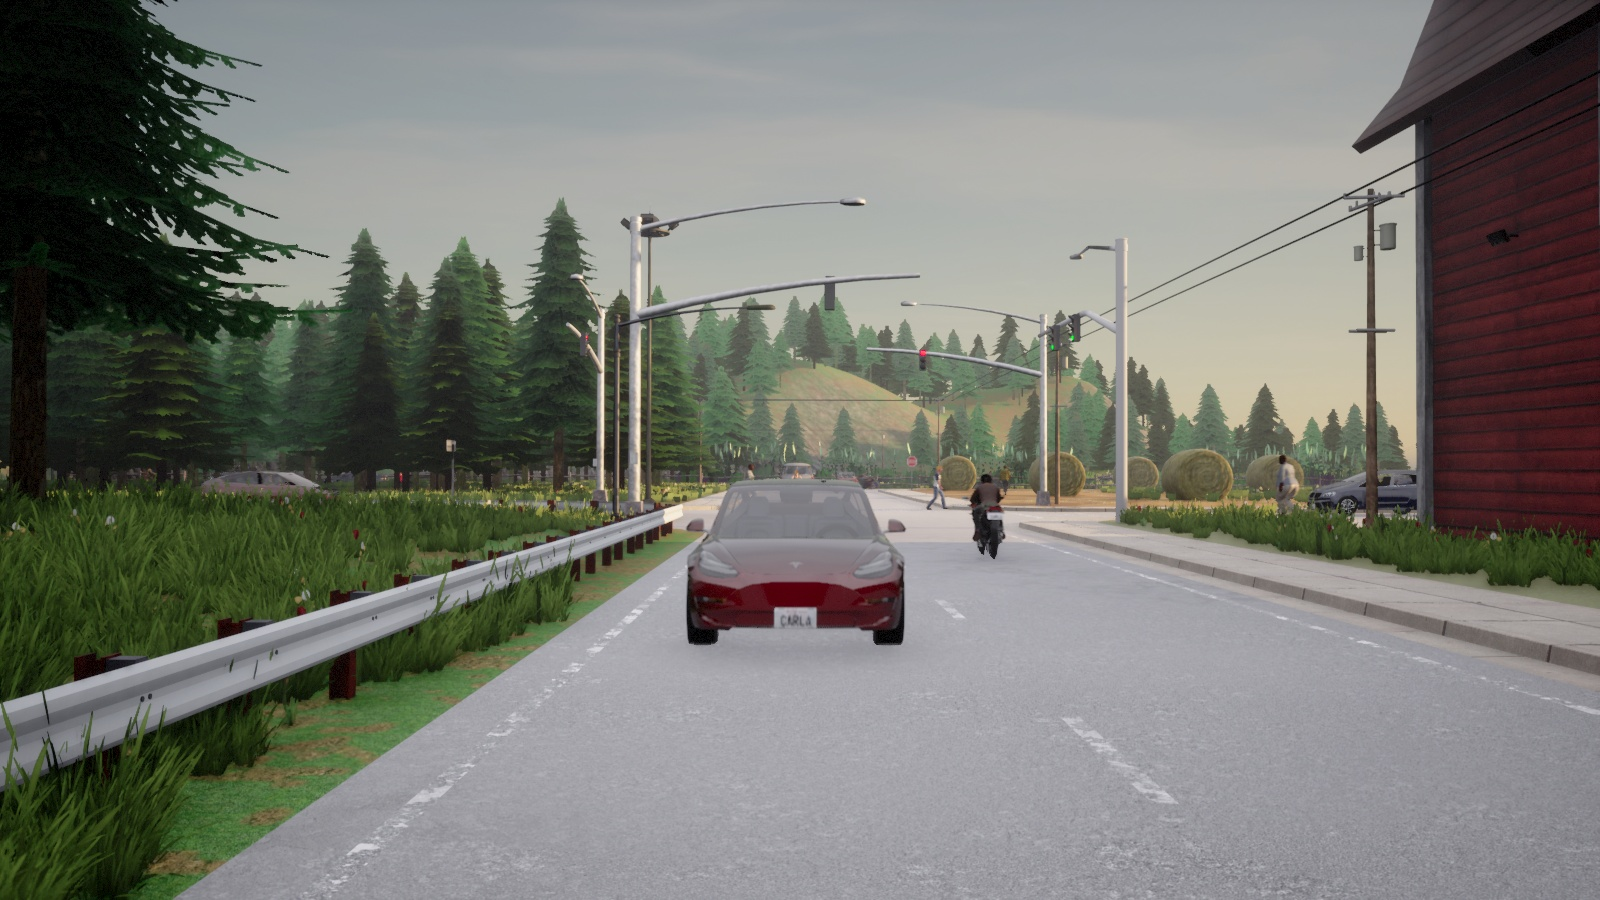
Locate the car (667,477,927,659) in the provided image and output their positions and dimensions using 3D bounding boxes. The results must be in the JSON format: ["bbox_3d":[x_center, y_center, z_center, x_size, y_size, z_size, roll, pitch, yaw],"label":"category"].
[{"bbox_3d":[-0.034,1.030,12.853,2.163,1.488,4.792,0,-1,0],"label":"car"}]

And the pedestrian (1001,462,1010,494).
[{"bbox_3d":[11.732,1.602,71.566,0.370,1.835,0.726,-1,-1,19],"label":"pedestrian"}]

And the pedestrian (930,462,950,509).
[{"bbox_3d":[5.539,1.399,49.669,0.706,1.836,0.354,-1,-1,17],"label":"pedestrian"}]

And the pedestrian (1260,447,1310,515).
[{"bbox_3d":[13.472,0.857,34.890,0.874,1.855,0.900,0,-1,-27],"label":"pedestrian"}]

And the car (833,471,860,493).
[{"bbox_3d":[3.270,2.277,89.366,1.789,1.549,3.705,0,-1,0],"label":"car"}]

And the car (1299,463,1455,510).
[{"bbox_3d":[20.883,1.309,45.570,4.611,1.667,2.242,0,-1,-1],"label":"car"}]

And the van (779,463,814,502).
[{"bbox_3d":[-0.171,1.673,65.927,1.775,1.987,4.442,0,-1,0],"label":"van"}]

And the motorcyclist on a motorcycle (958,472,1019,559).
[{"bbox_3d":[3.440,1.170,23.091,0.797,1.523,2.044,0,-1,0],"label":"motorcyclist on a motorcycle"}]

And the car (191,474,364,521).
[{"bbox_3d":[-17.087,1.548,41.278,4.792,1.488,2.163,0,-1,-1],"label":"car"}]
